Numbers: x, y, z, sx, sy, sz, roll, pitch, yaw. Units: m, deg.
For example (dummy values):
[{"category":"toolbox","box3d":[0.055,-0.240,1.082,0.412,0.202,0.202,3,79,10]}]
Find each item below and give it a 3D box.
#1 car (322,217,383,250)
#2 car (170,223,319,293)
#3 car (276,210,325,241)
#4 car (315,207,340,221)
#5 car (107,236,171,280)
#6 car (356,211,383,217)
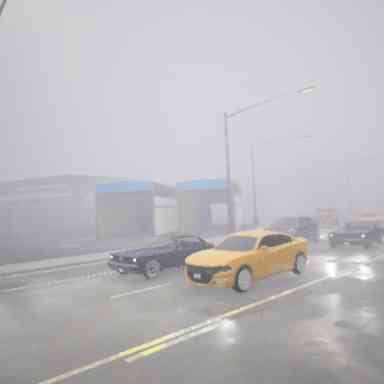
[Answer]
[{"category":"car","box3d":[8.888,2.232,17.860,1.895,1.301,4.718,-5,-4,39]},{"category":"car","box3d":[1.931,2.013,10.734,5.008,1.535,1.882,1,-4,-44]},{"category":"car","box3d":[5.929,2.215,19.824,2.097,1.767,4.553,-5,-4,39]},{"category":"car","box3d":[14.050,2.571,34.936,2.150,2.045,5.566,-3,-4,15]},{"category":"car","box3d":[-0.818,2.370,12.874,4.718,1.301,1.895,1,-4,-44]},{"category":"car","box3d":[16.061,2.477,30.148,1.882,1.535,5.008,-3,-3,20]}]
